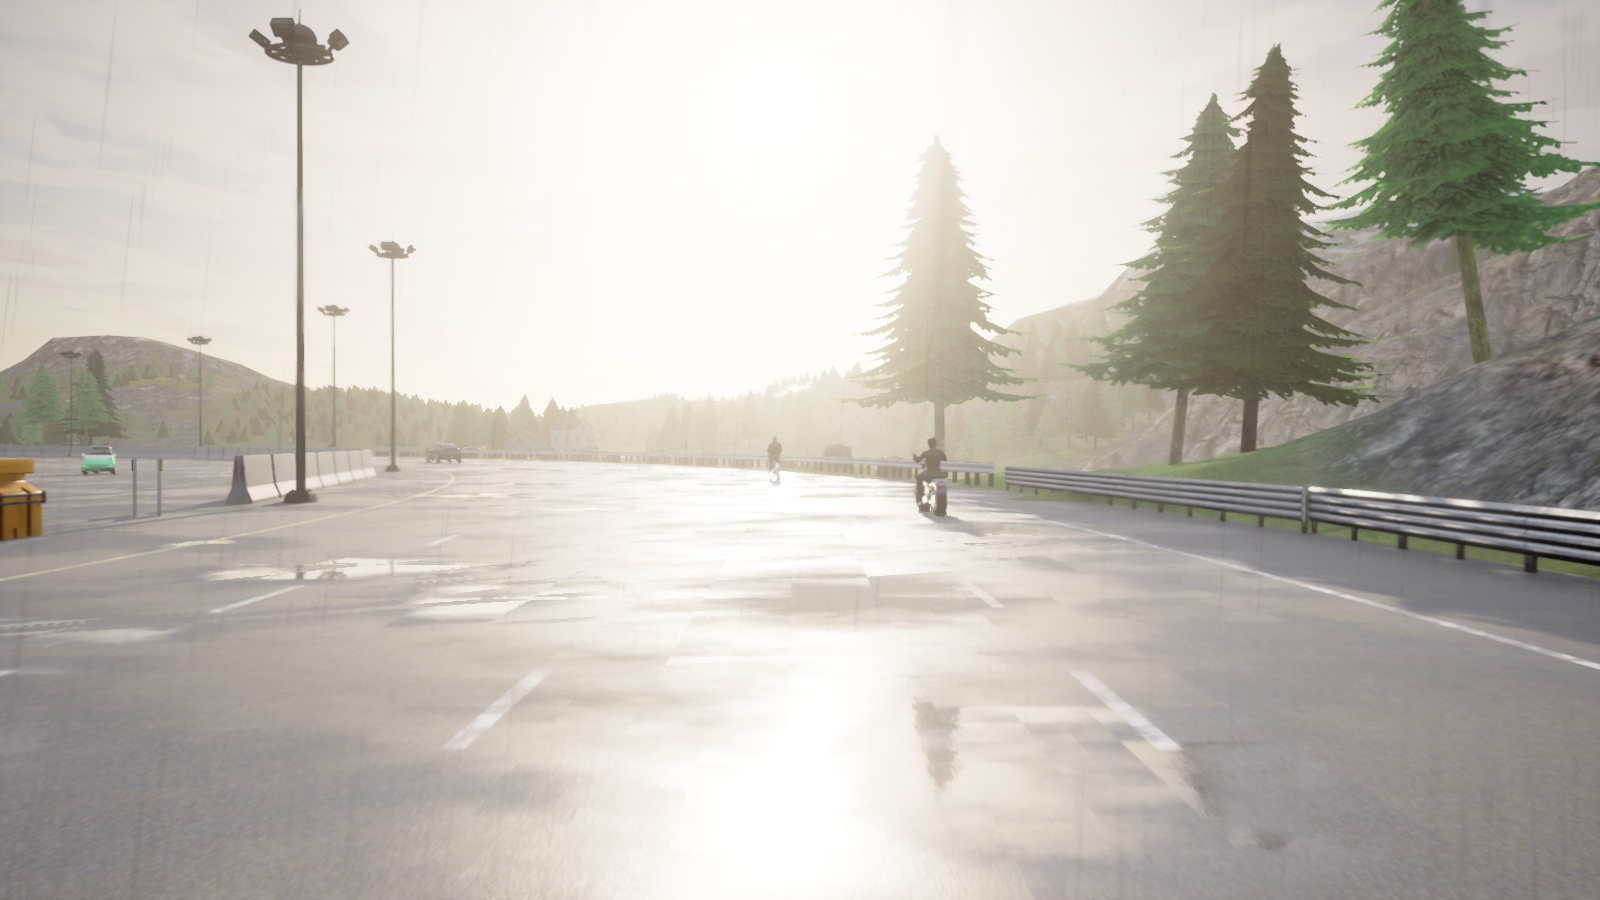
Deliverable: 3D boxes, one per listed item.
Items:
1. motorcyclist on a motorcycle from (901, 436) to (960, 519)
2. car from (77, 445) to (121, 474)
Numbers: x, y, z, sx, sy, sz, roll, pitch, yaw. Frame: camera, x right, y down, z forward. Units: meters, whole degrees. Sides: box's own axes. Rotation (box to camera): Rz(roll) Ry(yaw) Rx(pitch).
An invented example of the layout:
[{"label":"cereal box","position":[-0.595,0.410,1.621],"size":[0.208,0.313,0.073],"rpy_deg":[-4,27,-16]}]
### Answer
[{"label":"motorcyclist on a motorcycle","position":[2.724,0.550,26.390],"size":[0.766,1.649,2.350],"rpy_deg":[0,0,-6]},{"label":"car","position":[-33.458,0.436,59.984],"size":[1.481,1.376,2.207],"rpy_deg":[0,0,-20]}]
